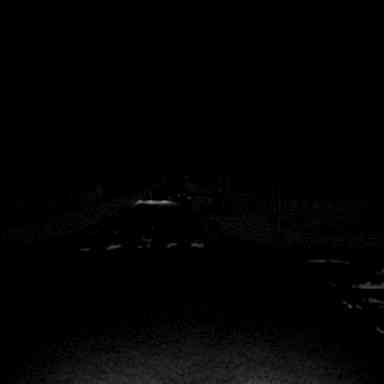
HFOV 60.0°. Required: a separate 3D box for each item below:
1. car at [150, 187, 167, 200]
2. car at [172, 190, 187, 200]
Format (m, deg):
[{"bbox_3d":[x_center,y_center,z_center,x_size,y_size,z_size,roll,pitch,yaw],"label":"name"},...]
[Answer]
[{"bbox_3d":[-4.526,0.162,45.187,2.097,1.767,4.553,0,2,-2],"label":"car"},{"bbox_3d":[-1.719,0.358,45.738,1.994,1.385,4.181,0,2,0],"label":"car"}]
